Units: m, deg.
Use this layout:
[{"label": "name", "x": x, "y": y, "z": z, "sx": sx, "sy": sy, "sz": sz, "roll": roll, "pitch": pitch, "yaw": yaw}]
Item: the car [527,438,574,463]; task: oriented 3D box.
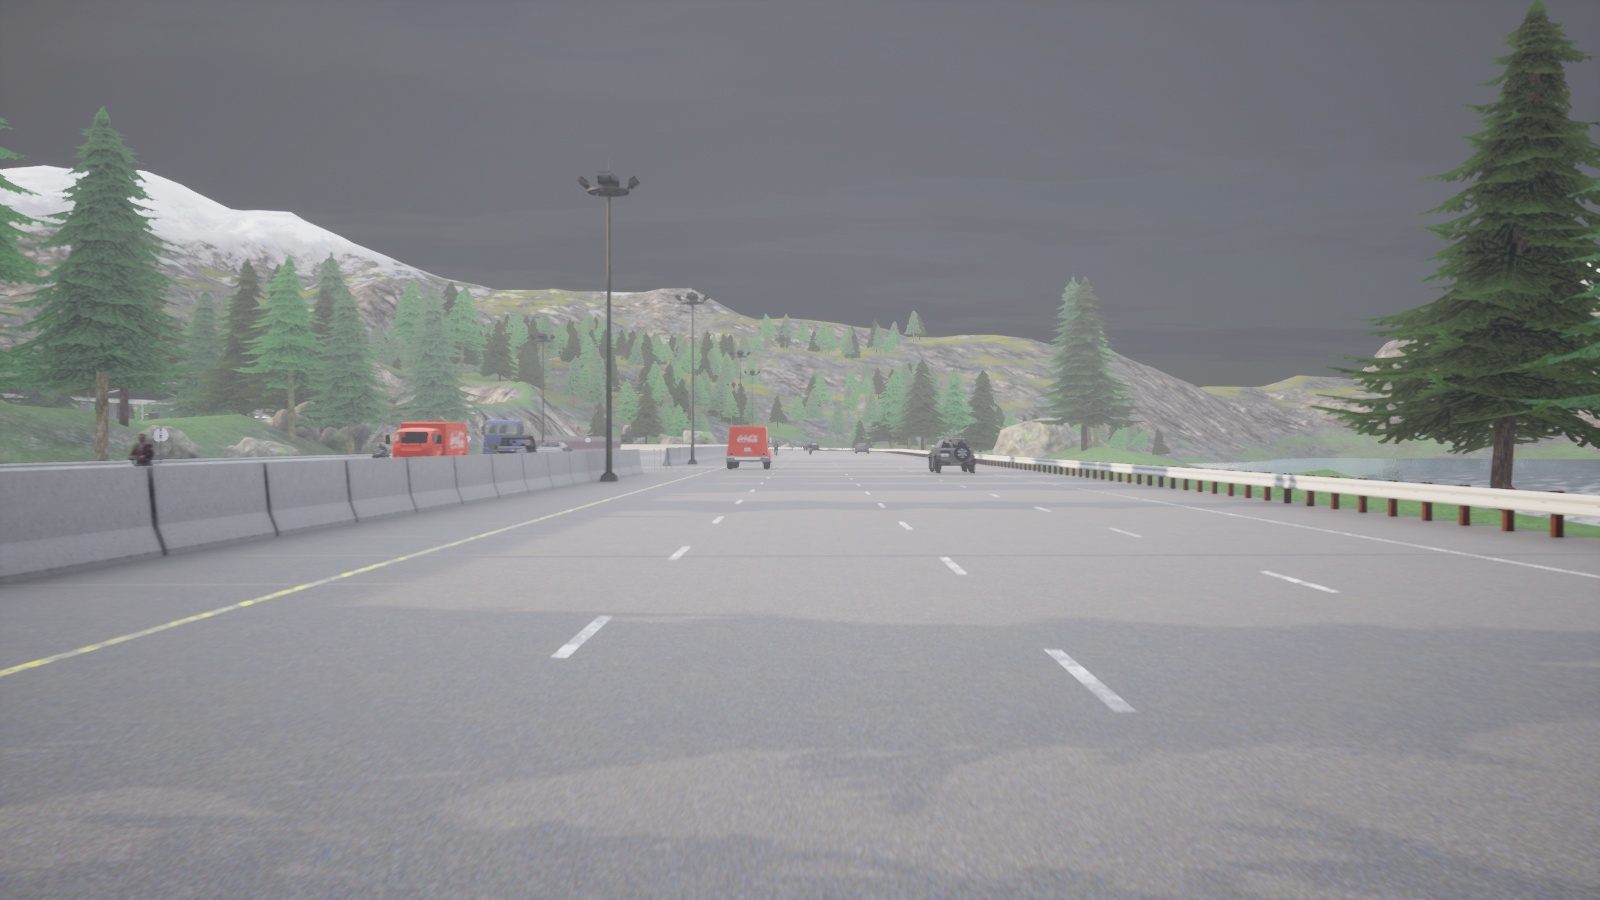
[{"label": "car", "x": -16.830, "y": 0.032, "z": 85.055, "sx": 2.152, "sy": 1.651, "sz": 5.027, "roll": 0, "pitch": 0, "yaw": 0}]

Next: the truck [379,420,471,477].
[{"label": "truck", "x": -17.070, "y": -0.081, "z": 57.535, "sx": 2.627, "sy": 2.467, "sz": 5.204, "roll": 0, "pitch": 1, "yaw": 0}]

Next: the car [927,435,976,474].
[{"label": "car", "x": 7.472, "y": 0.218, "z": 62.284, "sx": 1.932, "sy": 1.855, "sz": 4.605, "roll": 0, "pitch": 0, "yaw": 1}]

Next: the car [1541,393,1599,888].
[{"label": "car", "x": 3.530, "y": 0.634, "z": 2.431, "sx": 1.851, "sy": 1.617, "sz": 3.988, "roll": 0, "pitch": 0, "yaw": 0}]

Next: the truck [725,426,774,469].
[{"label": "truck", "x": -2.928, "y": -0.159, "z": 73.777, "sx": 2.627, "sy": 2.467, "sz": 5.204, "roll": 0, "pitch": 0, "yaw": 1}]

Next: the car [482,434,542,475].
[{"label": "car", "x": -13.554, "y": 0.197, "z": 59.342, "sx": 1.905, "sy": 1.878, "sz": 3.866, "roll": 0, "pitch": 0, "yaw": 1}]
